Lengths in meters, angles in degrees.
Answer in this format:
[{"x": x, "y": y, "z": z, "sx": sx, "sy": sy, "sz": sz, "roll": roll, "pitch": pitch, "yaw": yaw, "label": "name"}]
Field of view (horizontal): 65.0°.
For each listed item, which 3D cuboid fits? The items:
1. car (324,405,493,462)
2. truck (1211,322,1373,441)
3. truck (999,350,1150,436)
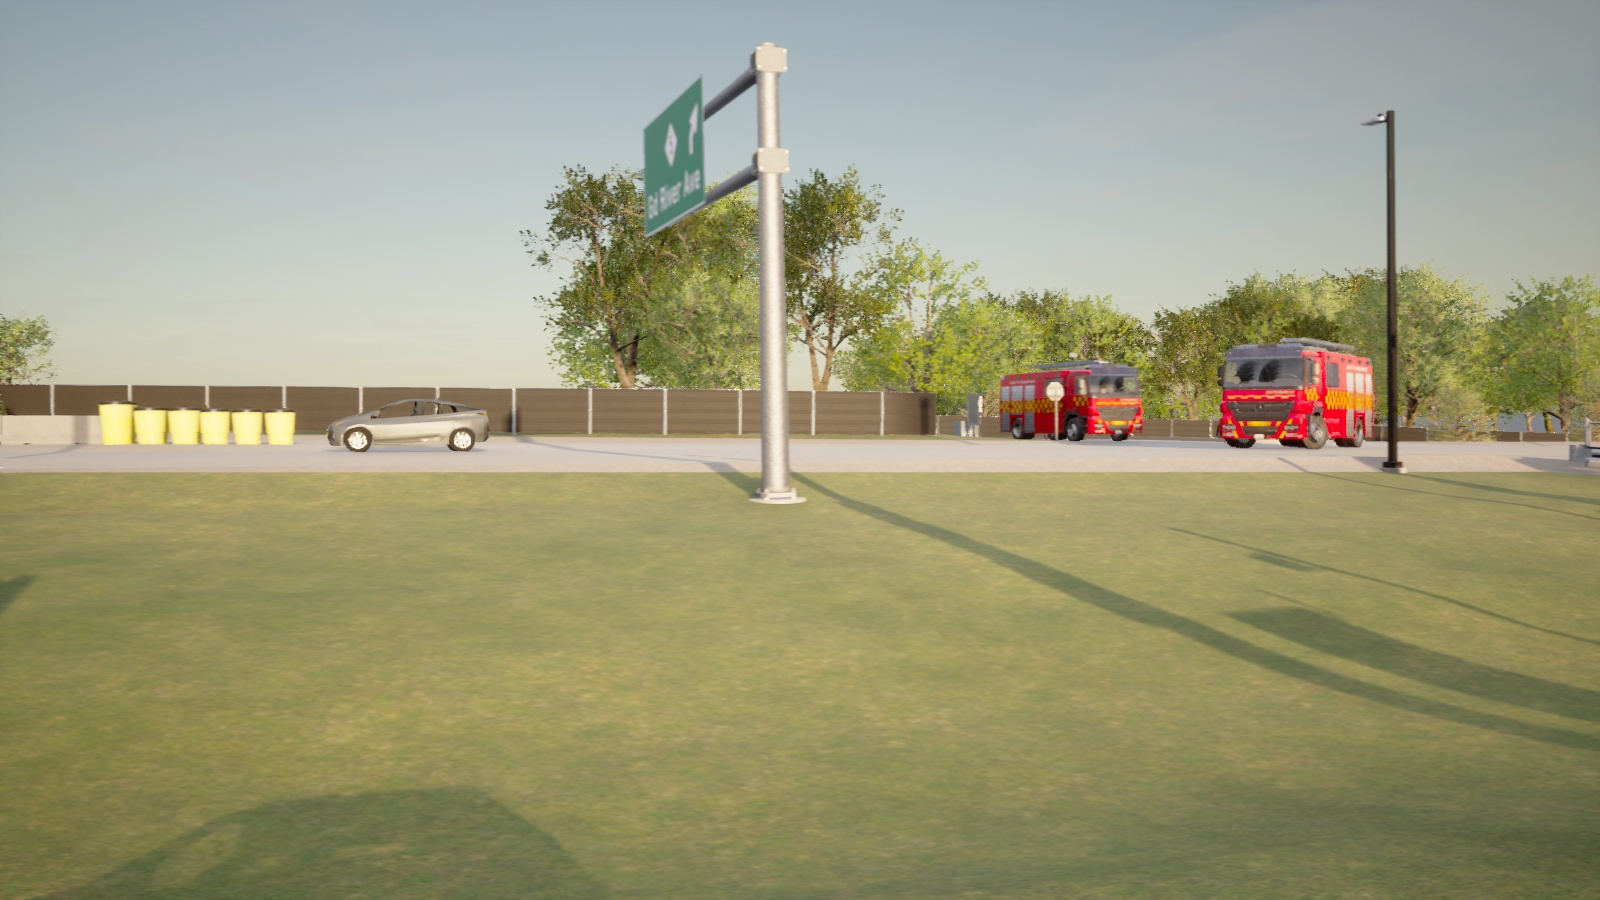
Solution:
[{"x": -11.298, "y": -0.495, "z": 36.246, "sx": 4.514, "sy": 1.525, "sz": 2.007, "roll": -2, "pitch": 1, "yaw": -20, "label": "car"}, {"x": 17.698, "y": -2.346, "z": 44.805, "sx": 2.891, "sy": 3.827, "sz": 8.468, "roll": 0, "pitch": 2, "yaw": 39, "label": "truck"}, {"x": 13.058, "y": -2.617, "z": 60.702, "sx": 2.891, "sy": 3.827, "sz": 8.468, "roll": -2, "pitch": 1, "yaw": -20, "label": "truck"}]
